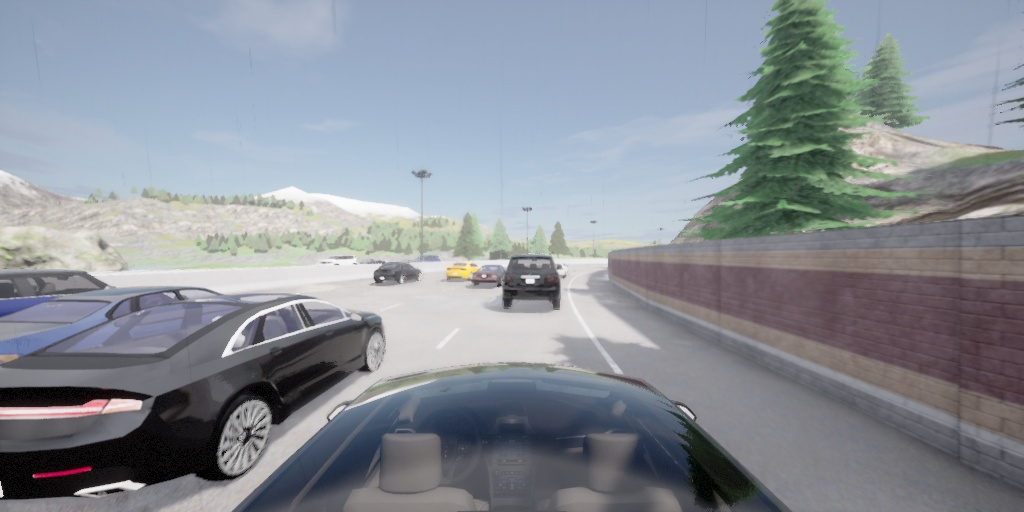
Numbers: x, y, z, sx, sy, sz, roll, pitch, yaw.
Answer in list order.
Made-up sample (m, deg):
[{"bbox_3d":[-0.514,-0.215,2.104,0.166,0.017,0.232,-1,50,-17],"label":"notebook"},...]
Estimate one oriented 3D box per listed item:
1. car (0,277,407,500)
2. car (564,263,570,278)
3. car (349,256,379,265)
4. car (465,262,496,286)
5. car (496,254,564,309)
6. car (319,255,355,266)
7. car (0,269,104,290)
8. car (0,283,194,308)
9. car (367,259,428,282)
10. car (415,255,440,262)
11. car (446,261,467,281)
[{"bbox_3d":[-3.265,1.228,4.664,2.128,1.511,4.902,0,0,2],"label":"car"},{"bbox_3d":[4.192,1.254,33.027,1.812,1.442,4.674,0,0,14],"label":"car"},{"bbox_3d":[-20.020,1.122,50.555,2.128,1.511,4.902,0,0,18],"label":"car"},{"bbox_3d":[-1.279,1.268,24.429,2.033,1.411,5.357,0,0,10],"label":"car"},{"bbox_3d":[0.914,0.959,15.055,2.150,2.045,5.566,0,0,6],"label":"car"},{"bbox_3d":[-23.973,0.841,49.741,2.150,2.045,5.566,0,0,18],"label":"car"},{"bbox_3d":[-10.145,1.063,7.778,2.097,1.767,4.553,0,0,2],"label":"car"},{"bbox_3d":[-6.740,1.270,6.757,2.033,1.411,5.357,0,0,2],"label":"car"},{"bbox_3d":[-8.084,1.202,25.831,1.837,1.490,4.892,0,0,10],"label":"car"},{"bbox_3d":[-12.426,0.875,51.236,2.150,2.045,5.566,0,0,20],"label":"car"},{"bbox_3d":[-3.802,1.184,29.518,1.882,1.535,5.008,0,0,12],"label":"car"}]
